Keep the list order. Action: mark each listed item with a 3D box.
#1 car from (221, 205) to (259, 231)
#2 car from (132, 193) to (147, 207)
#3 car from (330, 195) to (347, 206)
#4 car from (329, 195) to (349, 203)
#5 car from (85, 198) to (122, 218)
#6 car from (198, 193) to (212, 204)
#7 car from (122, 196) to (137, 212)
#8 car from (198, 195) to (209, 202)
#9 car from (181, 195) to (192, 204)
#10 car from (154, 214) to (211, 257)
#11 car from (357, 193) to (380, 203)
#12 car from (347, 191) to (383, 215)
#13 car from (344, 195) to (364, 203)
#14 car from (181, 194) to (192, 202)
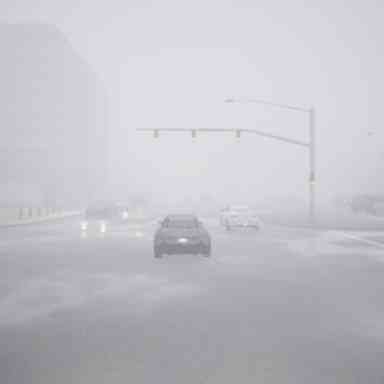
[{"bbox_3d":[2.849,1.502,20.394,1.812,1.442,4.674,0,0,-1],"label":"car"},{"bbox_3d":[-8.014,1.161,49.591,2.150,2.045,5.566,0,0,0],"label":"car"},{"bbox_3d":[22.229,1.343,48.313,1.970,1.475,3.806,0,0,0],"label":"car"},{"bbox_3d":[27.964,1.327,63.428,1.970,1.475,3.806,0,0,0],"label":"car"},{"bbox_3d":[-7.972,1.441,29.657,1.882,1.535,5.008,0,0,0],"label":"car"},{"bbox_3d":[2.449,1.150,60.503,2.150,2.045,5.566,0,0,0],"label":"car"},{"bbox_3d":[-8.015,1.478,38.938,1.812,1.442,4.674,0,0,0],"label":"car"},{"bbox_3d":[2.396,1.297,69.572,1.994,1.385,4.181,0,0,0],"label":"car"},{"bbox_3d":[-1.051,1.529,60.481,1.895,1.301,4.718,0,0,0],"label":"car"},{"bbox_3d":[-0.404,1.548,12.869,1.994,1.385,4.181,0,0,-3],"label":"car"},{"bbox_3d":[33.542,1.086,63.489,1.932,1.855,4.605,0,0,0],"label":"car"},{"bbox_3d":[16.668,1.121,30.888,1.932,1.855,4.605,0,0,0],"label":"car"},{"bbox_3d":[30.859,1.296,63.433,1.784,1.438,3.905,0,0,0],"label":"car"},{"bbox_3d":[-1.104,1.269,69.551,2.128,1.511,4.902,0,0,0],"label":"car"}]
